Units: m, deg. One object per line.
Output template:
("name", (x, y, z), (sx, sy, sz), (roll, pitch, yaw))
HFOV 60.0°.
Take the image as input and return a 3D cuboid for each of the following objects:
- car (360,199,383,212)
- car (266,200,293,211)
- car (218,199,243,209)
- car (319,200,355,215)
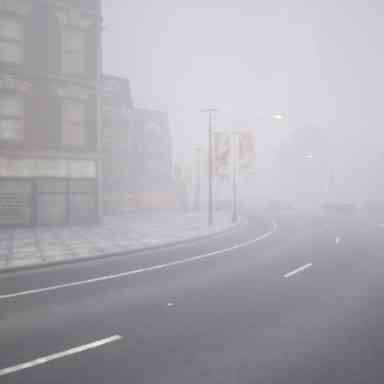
("car", (21.859, 1.599, 39.040), (2.002, 1.452, 4.674), (0, 0, -7))
("car", (10.964, 1.697, 41.801), (1.994, 1.385, 4.181), (0, 0, -12))
("car", (5.448, 1.731, 48.494), (2.033, 1.411, 5.357), (0, 0, -21))
("car", (15.476, 1.568, 35.780), (1.882, 1.535, 5.008), (0, 0, -3))
